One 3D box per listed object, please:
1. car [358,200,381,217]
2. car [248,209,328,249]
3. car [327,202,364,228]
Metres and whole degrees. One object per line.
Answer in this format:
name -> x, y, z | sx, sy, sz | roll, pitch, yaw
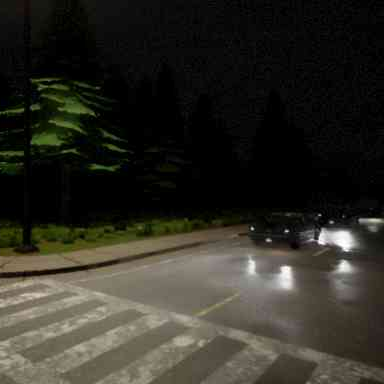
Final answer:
car -> 16.159, 1.446, 30.803 | 1.882, 1.535, 5.008 | 0, 0, 36
car -> 4.306, 1.584, 14.838 | 1.895, 1.301, 4.718 | 0, 0, 37
car -> 10.016, 1.577, 22.541 | 1.895, 1.301, 4.718 | 0, 0, 37
